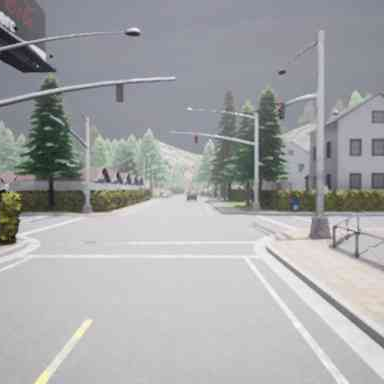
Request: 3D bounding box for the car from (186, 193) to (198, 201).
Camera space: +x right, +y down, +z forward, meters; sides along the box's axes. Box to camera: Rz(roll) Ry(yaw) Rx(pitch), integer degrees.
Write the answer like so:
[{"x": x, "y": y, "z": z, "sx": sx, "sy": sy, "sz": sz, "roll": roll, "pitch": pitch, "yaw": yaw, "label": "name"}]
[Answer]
[{"x": -0.025, "y": 0.907, "z": 60.101, "sx": 1.837, "sy": 1.490, "sz": 4.892, "roll": 0, "pitch": 1, "yaw": 0, "label": "car"}]
